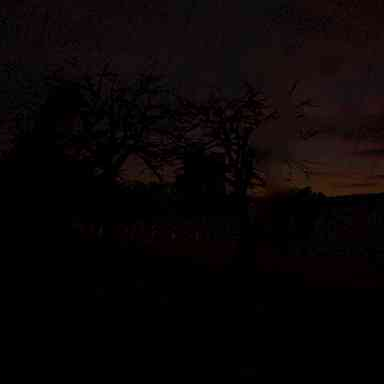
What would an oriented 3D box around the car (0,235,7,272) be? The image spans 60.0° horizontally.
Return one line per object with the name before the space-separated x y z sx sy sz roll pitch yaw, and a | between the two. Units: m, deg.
car | -7.072 1.473 10.010 1.970 1.475 3.806 3 -3 -44
